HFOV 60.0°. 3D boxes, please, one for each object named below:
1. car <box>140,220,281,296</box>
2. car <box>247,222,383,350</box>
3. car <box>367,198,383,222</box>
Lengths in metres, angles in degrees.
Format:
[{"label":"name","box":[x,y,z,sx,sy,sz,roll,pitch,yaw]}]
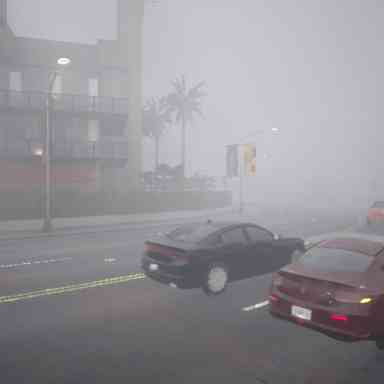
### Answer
[{"label":"car","box":[1.057,1.472,8.815,5.008,1.535,1.882,0,0,-40]},{"label":"car","box":[3.296,1.523,6.130,4.674,1.442,1.812,0,0,-40]},{"label":"car","box":[13.401,1.343,22.989,2.097,1.767,4.553,0,0,32]}]
